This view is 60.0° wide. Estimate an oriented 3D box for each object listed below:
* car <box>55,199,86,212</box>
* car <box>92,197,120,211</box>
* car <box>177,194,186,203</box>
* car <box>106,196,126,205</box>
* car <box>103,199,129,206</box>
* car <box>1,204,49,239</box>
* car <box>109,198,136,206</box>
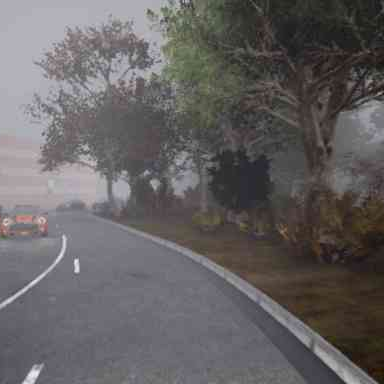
[{"bbox_3d":[-16.174,1.768,44.388,2.097,1.767,4.553,0,0,13],"label":"car"},{"bbox_3d":[-12.213,1.916,46.963,1.837,1.490,4.892,-1,0,14],"label":"car"},{"bbox_3d":[-3.049,1.692,64.394,5.566,2.045,2.435,-1,0,14],"label":"car"},{"bbox_3d":[-15.984,1.785,64.407,5.566,2.045,2.435,0,0,14],"label":"car"},{"bbox_3d":[-15.290,2.086,67.145,4.674,1.452,2.002,0,0,14],"label":"car"},{"bbox_3d":[-9.128,1.480,18.444,2.097,1.767,4.553,-1,0,-23],"label":"car"},{"bbox_3d":[-14.627,2.056,69.893,5.008,1.535,2.097,0,0,14],"label":"car"}]
